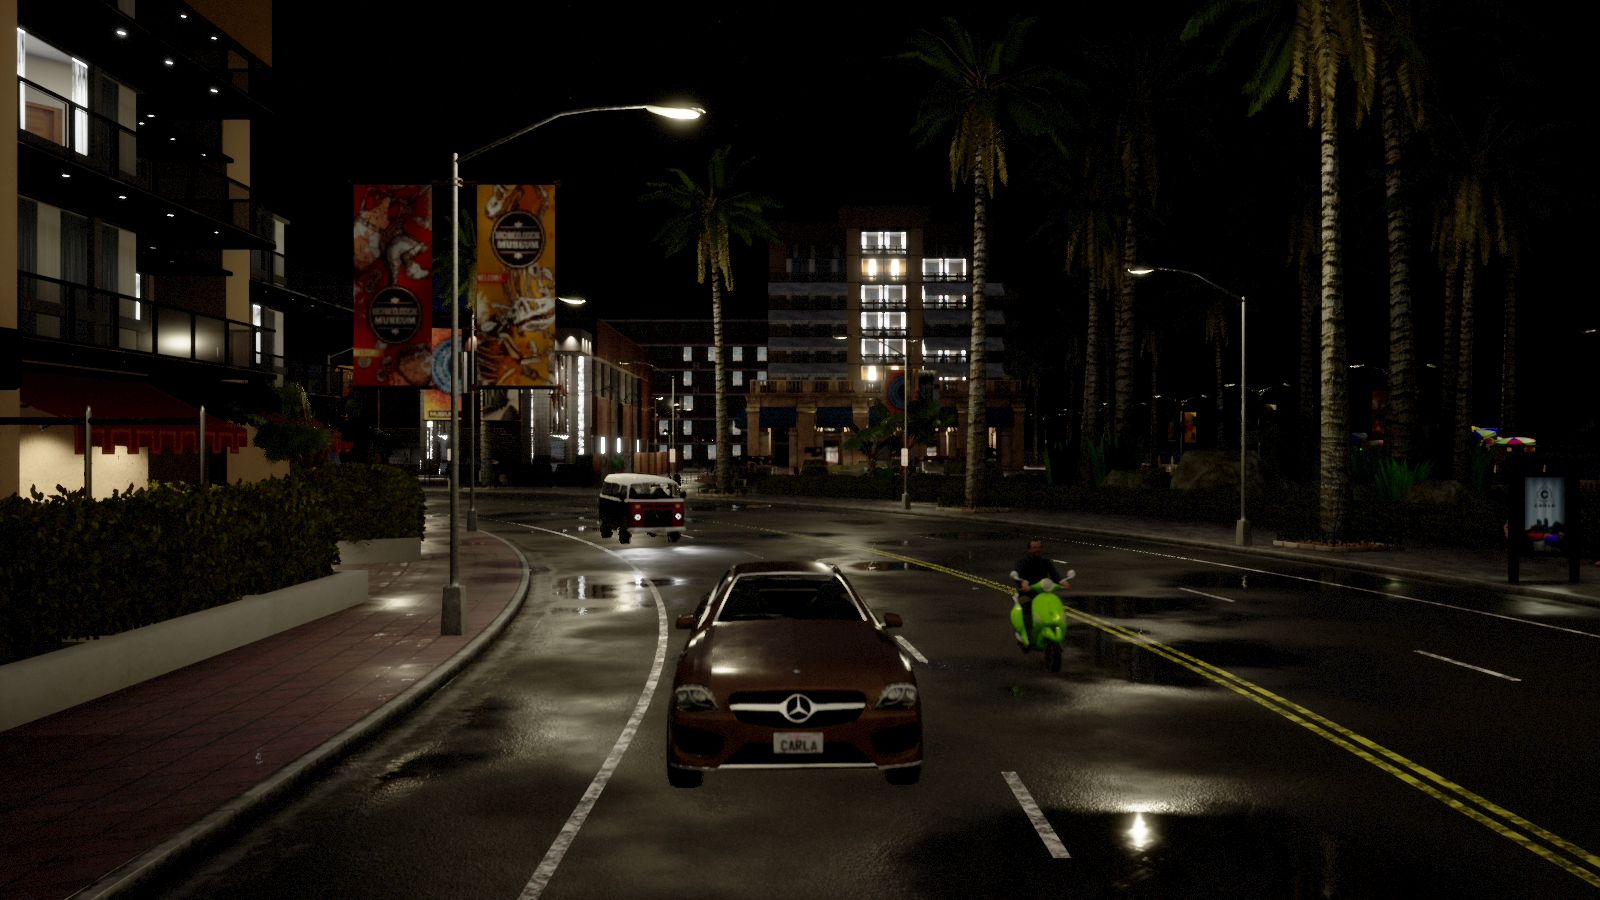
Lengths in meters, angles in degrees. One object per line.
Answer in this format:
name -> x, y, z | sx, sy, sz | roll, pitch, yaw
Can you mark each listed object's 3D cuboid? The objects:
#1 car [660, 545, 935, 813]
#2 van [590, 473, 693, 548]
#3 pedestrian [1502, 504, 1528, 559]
car -> -0.126, 1.992, 11.417 | 2.152, 1.651, 5.027 | 0, 0, -3
van -> -4.915, 1.782, 34.979 | 2.069, 2.038, 4.480 | 0, 0, -22
pedestrian -> 17.359, 1.978, 27.738 | 0.375, 1.300, 0.375 | 0, 0, -14
